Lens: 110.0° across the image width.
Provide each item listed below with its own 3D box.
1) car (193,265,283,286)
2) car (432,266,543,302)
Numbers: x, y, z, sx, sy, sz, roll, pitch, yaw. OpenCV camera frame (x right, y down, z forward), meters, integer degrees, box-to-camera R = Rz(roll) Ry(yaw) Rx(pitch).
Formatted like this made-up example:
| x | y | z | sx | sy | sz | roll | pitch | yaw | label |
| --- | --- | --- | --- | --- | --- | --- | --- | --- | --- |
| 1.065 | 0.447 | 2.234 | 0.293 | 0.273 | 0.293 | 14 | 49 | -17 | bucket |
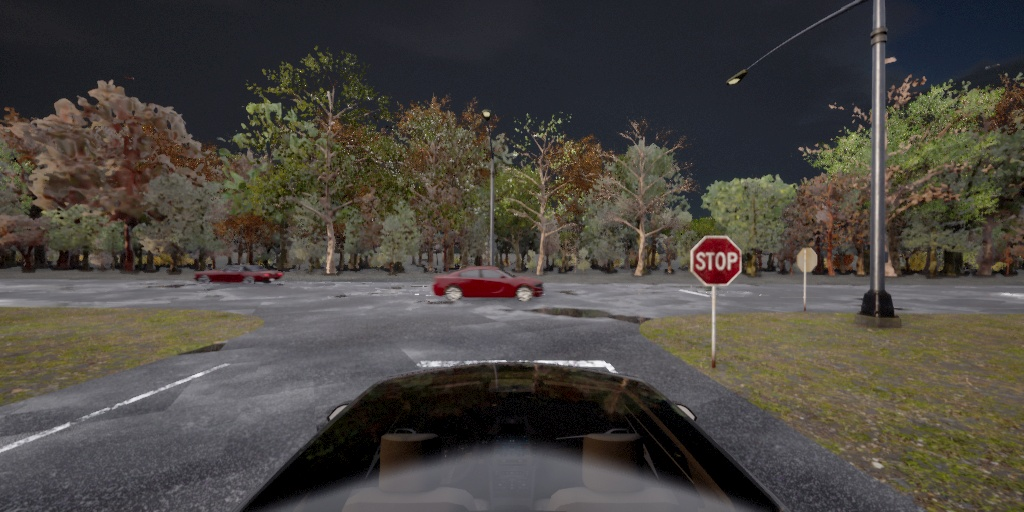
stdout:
| x | y | z | sx | sy | sz | roll | pitch | yaw | label |
| --- | --- | --- | --- | --- | --- | --- | --- | --- | --- |
| -17.884 | 1.243 | 23.485 | 4.718 | 1.301 | 1.895 | 0 | 0 | 1 | car |
| -1.082 | 1.224 | 16.307 | 5.008 | 1.535 | 1.882 | 0 | 0 | 0 | car |
